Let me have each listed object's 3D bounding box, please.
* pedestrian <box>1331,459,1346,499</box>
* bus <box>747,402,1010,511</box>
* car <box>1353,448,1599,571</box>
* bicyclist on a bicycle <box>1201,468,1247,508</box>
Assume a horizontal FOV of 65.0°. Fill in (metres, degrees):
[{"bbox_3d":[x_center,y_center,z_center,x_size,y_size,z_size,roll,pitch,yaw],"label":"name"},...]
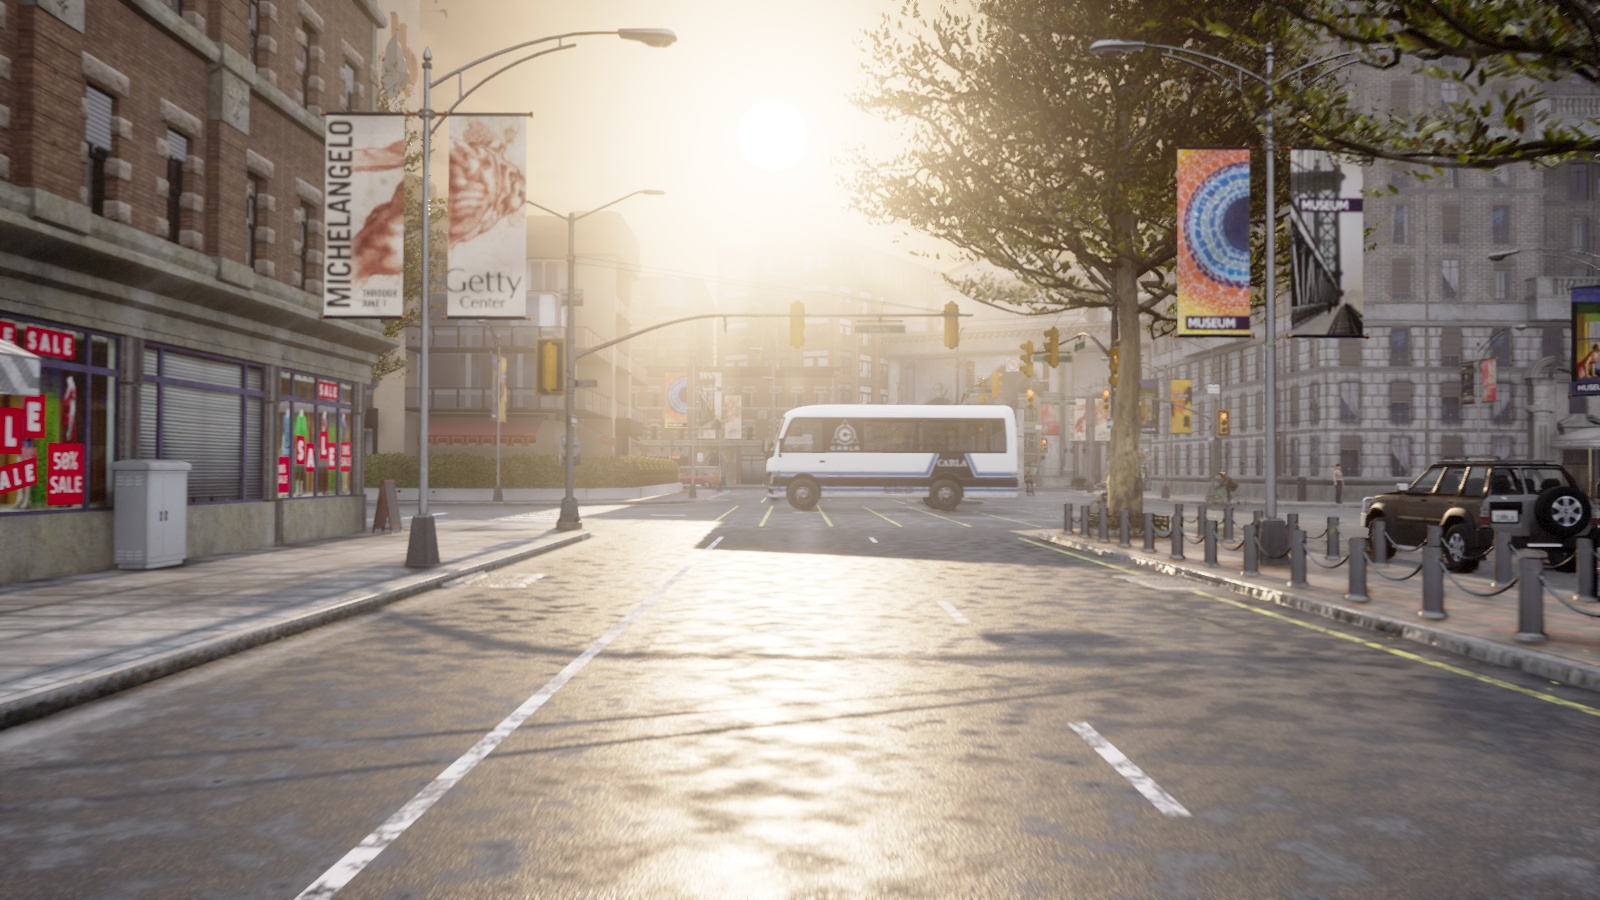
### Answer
[{"bbox_3d":[24.749,1.339,57.744,0.345,1.836,0.594,0,-1,-14],"label":"pedestrian"},{"bbox_3d":[3.061,0.282,51.144,10.273,4.253,3.944,0,-1,0],"label":"bus"},{"bbox_3d":[11.387,0.944,21.420,1.932,1.855,4.605,0,-1,1],"label":"car"},{"bbox_3d":[17.303,1.556,51.237,1.656,1.620,0.582,-1,-1,0],"label":"bicyclist on a bicycle"}]
